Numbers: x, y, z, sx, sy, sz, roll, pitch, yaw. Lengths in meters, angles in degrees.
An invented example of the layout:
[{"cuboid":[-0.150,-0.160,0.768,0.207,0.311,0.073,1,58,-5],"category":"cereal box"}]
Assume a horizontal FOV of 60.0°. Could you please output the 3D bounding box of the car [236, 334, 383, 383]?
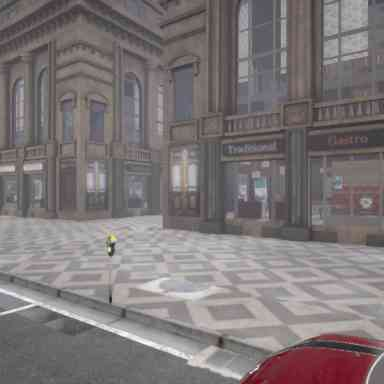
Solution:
[{"cuboid":[1.966,1.440,1.554,4.097,1.590,1.967,0,0,36],"category":"car"}]
